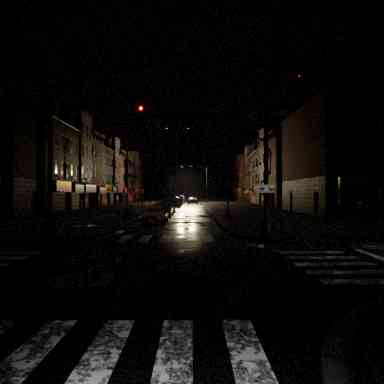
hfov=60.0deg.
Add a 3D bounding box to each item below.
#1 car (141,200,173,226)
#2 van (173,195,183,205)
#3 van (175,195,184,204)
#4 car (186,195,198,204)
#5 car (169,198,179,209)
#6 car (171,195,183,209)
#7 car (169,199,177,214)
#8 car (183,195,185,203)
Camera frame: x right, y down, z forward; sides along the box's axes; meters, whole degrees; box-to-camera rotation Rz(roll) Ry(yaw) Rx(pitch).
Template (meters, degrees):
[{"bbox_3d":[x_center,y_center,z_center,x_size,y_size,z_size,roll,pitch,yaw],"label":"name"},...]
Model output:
[{"bbox_3d":[-2.616,1.542,23.867,1.752,1.417,4.829,0,0,0],"label":"car"},{"bbox_3d":[-2.585,1.446,63.275,1.690,1.788,3.998,0,0,0],"label":"van"},{"bbox_3d":[-2.581,1.463,68.880,1.690,1.788,3.998,0,0,0],"label":"van"},{"bbox_3d":[0.152,1.719,67.476,1.895,1.301,4.718,0,0,0],"label":"car"},{"bbox_3d":[-2.608,1.617,35.247,1.802,1.307,4.206,0,0,0],"label":"car"},{"bbox_3d":[-2.599,1.500,46.458,1.967,1.590,4.097,0,0,0],"label":"car"},{"bbox_3d":[-2.612,1.570,29.642,1.887,1.381,4.507,0,0,0],"label":"car"},{"bbox_3d":[-2.594,1.514,52.063,1.967,1.590,4.097,0,0,0],"label":"car"}]
